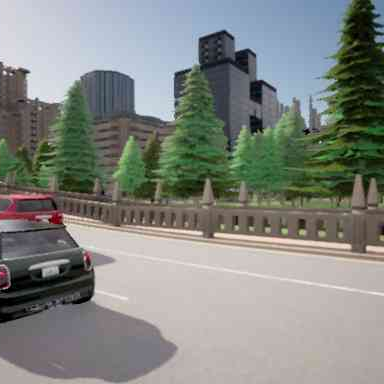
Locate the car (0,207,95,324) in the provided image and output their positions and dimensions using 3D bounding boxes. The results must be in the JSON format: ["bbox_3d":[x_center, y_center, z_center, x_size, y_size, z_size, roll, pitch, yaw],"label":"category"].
[{"bbox_3d":[-4.124,1.359,6.930,4.553,1.767,2.097,0,0,36],"label":"car"}]

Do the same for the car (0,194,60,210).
[{"bbox_3d":[-7.600,1.094,13.789,5.566,2.045,2.150,2,1,36],"label":"car"}]
